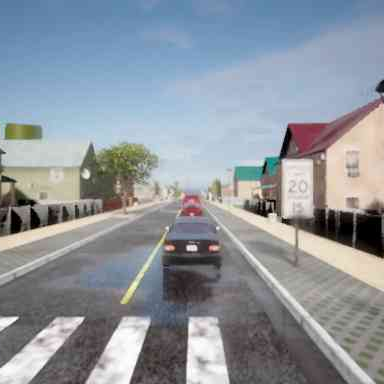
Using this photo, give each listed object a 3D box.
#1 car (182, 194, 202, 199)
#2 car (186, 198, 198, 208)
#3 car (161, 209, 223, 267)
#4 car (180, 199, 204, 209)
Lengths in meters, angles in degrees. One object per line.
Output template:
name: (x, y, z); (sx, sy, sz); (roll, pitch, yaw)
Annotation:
car: (-0.004, 1.269, 39.963); (2.150, 2.045, 5.566); (0, 0, 0)
car: (-0.039, 1.628, 51.886); (1.812, 1.442, 4.674); (0, 0, 0)
car: (0.017, 1.545, 11.390); (2.033, 1.411, 5.357); (0, 0, 1)
car: (0.015, 1.545, 27.762); (1.812, 1.442, 4.674); (0, 0, 0)
